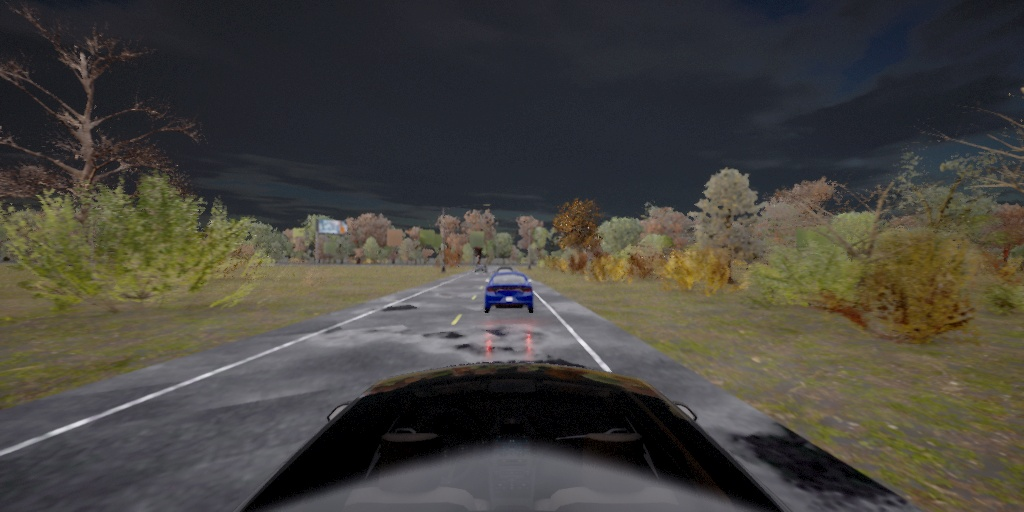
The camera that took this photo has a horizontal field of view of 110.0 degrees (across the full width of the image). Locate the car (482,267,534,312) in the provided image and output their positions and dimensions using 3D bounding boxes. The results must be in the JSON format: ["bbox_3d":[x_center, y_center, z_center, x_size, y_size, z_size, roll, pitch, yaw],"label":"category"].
[{"bbox_3d":[-0.136,1.410,15.282,1.882,1.535,5.008,0,0,-1],"label":"car"}]

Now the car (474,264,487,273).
[{"bbox_3d":[-5.031,2.047,58.641,1.994,1.385,4.181,0,-1,-1],"label":"car"}]
